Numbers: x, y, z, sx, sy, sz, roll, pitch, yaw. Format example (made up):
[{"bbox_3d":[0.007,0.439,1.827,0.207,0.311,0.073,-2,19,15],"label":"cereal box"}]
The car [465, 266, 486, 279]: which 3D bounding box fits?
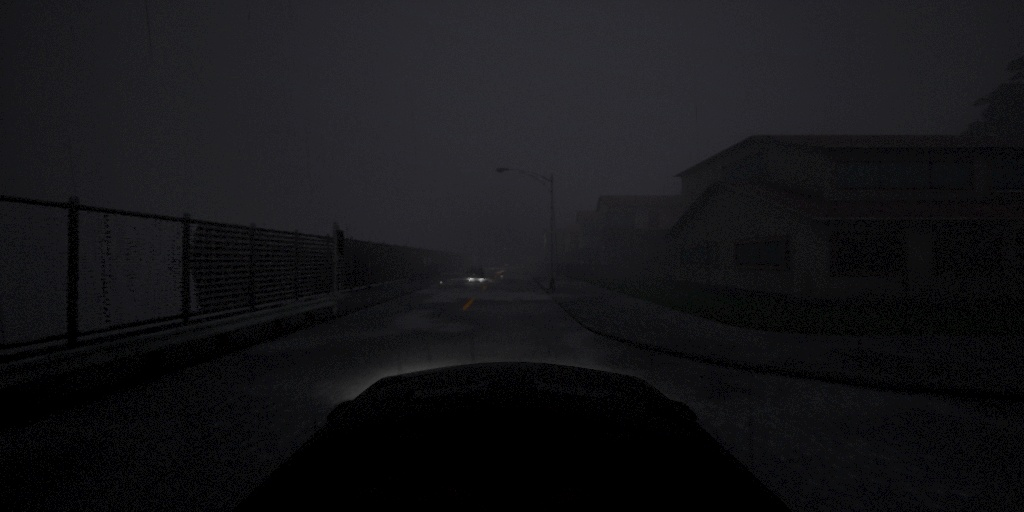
[{"bbox_3d":[-3.996,1.791,39.675,1.994,1.385,4.181,0,0,0],"label":"car"}]
